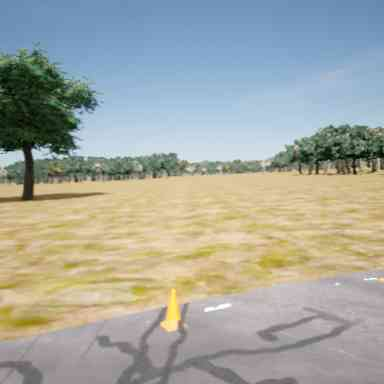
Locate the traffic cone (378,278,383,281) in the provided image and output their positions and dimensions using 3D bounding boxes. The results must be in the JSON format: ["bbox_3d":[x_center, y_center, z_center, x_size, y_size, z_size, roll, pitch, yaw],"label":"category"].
[{"bbox_3d":[4.568,1.765,7.672,0.340,0.580,0.340,-1,2,-21],"label":"traffic cone"}]

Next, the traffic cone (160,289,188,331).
[{"bbox_3d":[-0.292,1.852,5.343,0.340,0.580,0.340,-1,1,-30],"label":"traffic cone"}]
